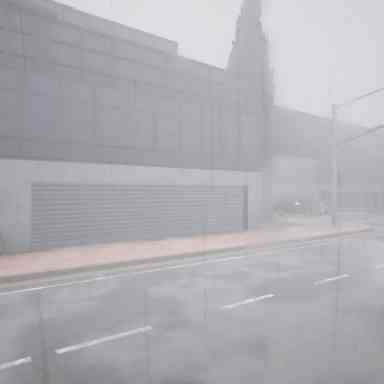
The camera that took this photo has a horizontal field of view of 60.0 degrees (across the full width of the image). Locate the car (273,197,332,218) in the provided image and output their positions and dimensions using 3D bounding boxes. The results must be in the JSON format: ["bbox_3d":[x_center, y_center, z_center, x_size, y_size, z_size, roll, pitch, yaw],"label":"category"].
[{"bbox_3d":[9.703,1.491,30.360,2.128,1.511,4.902,0,0,-37],"label":"car"}]

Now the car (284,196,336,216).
[{"bbox_3d":[11.793,1.352,33.417,2.097,1.767,4.553,0,0,-37],"label":"car"}]
